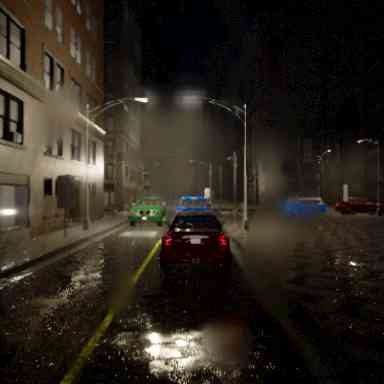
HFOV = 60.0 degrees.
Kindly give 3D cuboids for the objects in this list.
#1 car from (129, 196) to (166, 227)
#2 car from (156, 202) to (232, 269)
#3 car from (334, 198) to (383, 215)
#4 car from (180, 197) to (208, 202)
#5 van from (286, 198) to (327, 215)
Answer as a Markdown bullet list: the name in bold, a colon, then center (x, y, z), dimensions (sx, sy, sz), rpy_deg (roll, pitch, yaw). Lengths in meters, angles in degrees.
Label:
- **car**: center (-3.002, 1.336, 23.797), dimensions (2.150, 2.045, 5.566), rpy_deg (0, -1, 0)
- **car**: center (0.101, 1.410, 11.522), dimensions (2.097, 1.767, 4.553), rpy_deg (0, 0, 0)
- **car**: center (17.366, 1.508, 34.365), dimensions (5.009, 1.841, 2.192), rpy_deg (0, 0, -1)
- **car**: center (0.100, 1.323, 21.380), dimensions (2.150, 2.045, 5.566), rpy_deg (0, 0, 0)
- **van**: center (11.726, 1.535, 34.279), dimensions (3.998, 1.788, 1.690), rpy_deg (0, 0, -1)
